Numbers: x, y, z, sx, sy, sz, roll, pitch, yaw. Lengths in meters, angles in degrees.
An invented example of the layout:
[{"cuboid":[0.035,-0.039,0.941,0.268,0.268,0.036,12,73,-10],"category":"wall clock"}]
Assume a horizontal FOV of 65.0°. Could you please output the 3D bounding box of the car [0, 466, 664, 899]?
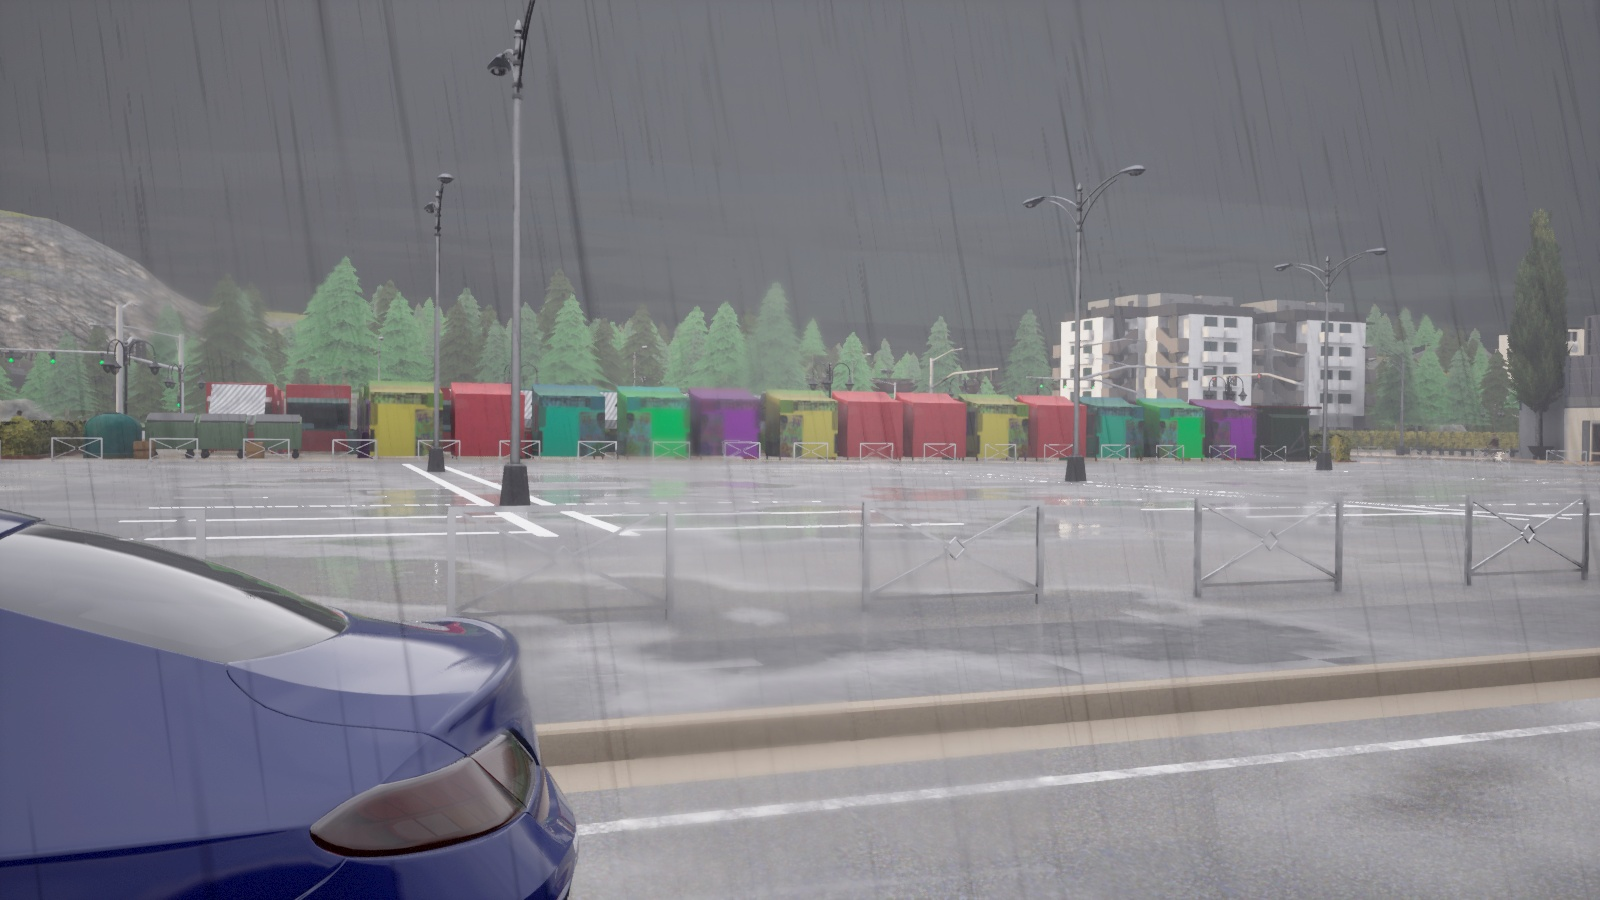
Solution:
[{"cuboid":[-2.743,0.818,2.198,4.674,1.442,1.812,-1,1,-21],"category":"car"}]
